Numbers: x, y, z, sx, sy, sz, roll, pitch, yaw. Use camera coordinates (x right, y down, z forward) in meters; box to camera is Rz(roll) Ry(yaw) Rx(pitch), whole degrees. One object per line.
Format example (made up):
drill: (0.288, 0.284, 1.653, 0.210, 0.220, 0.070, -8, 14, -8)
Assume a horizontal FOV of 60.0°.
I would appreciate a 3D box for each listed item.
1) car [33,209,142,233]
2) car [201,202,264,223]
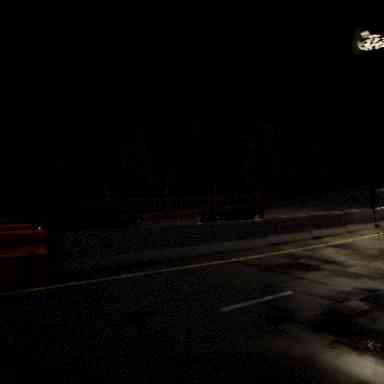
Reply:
car: (-5.327, 1.602, 17.284, 5.357, 1.411, 2.033, 1, 0, -36)
car: (2.863, 1.491, 23.196, 5.008, 1.535, 1.882, -2, 1, -36)
